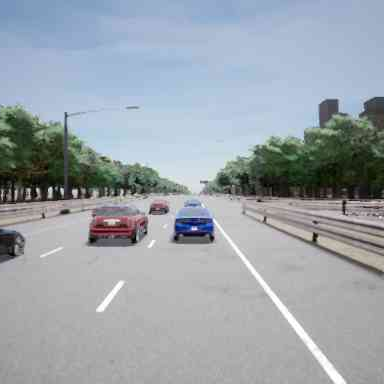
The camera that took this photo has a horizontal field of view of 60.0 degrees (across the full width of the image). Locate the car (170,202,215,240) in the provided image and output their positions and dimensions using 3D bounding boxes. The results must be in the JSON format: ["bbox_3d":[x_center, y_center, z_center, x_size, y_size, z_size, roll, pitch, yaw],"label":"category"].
[{"bbox_3d":[0.101,1.483,17.176,1.882,1.535,5.008,0,0,0],"label":"car"}]

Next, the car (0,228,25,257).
[{"bbox_3d":[-6.900,1.530,9.993,1.812,1.442,4.674,0,0,0],"label":"car"}]

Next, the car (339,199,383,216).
[{"bbox_3d":[15.378,1.373,29.865,1.812,1.442,4.674,0,-1,-28],"label":"car"}]

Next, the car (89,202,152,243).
[{"bbox_3d":[-3.400,1.358,16.238,2.097,1.767,4.553,0,0,0],"label":"car"}]

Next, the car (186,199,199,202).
[{"bbox_3d":[0.096,1.485,35.439,1.812,1.442,4.674,0,0,0],"label":"car"}]

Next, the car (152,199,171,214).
[{"bbox_3d":[-3.404,1.485,35.435,1.812,1.442,4.674,0,0,0],"label":"car"}]

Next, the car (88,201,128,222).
[{"bbox_3d":[-6.904,1.538,28.033,2.033,1.411,5.357,0,0,0],"label":"car"}]
